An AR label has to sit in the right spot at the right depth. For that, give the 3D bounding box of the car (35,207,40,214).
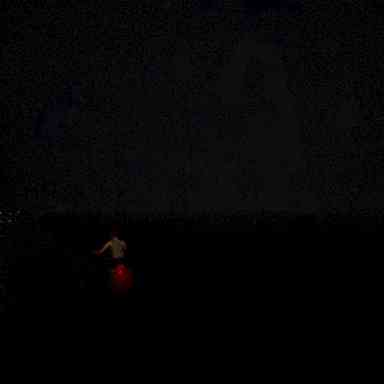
[{"bbox_3d":[-31.899,3.767,67.123,2.033,1.411,5.357,1,-2,-18],"label":"car"}]

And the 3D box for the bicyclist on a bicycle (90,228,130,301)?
[{"bbox_3d":[-1.900,1.657,7.874,0.866,1.612,1.509,1,-2,-36],"label":"bicyclist on a bicycle"}]

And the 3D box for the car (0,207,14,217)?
[{"bbox_3d":[-31.022,3.319,55.822,1.837,1.490,4.892,1,-2,-21],"label":"car"}]

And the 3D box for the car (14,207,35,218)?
[{"bbox_3d":[-25.954,3.169,51.679,1.837,1.490,4.892,1,-2,-23],"label":"car"}]
